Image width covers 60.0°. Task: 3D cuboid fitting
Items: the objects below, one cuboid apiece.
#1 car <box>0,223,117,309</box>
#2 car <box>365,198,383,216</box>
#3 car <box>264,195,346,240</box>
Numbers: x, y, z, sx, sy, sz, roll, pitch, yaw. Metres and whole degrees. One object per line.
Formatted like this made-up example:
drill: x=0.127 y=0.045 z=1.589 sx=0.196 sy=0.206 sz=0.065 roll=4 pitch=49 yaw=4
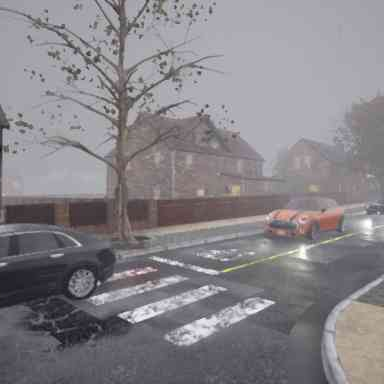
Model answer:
car: x=-3.796 y=1.417 z=6.222 sx=4.892 sy=1.490 sz=1.837 roll=-1 pitch=2 yaw=-45
car: x=14.268 y=1.077 z=24.149 sx=4.718 sy=1.301 sz=1.895 roll=-1 pitch=2 yaw=-45
car: x=5.244 y=1.047 z=15.193 sx=4.553 sy=1.767 sz=2.097 roll=-1 pitch=2 yaw=-45
